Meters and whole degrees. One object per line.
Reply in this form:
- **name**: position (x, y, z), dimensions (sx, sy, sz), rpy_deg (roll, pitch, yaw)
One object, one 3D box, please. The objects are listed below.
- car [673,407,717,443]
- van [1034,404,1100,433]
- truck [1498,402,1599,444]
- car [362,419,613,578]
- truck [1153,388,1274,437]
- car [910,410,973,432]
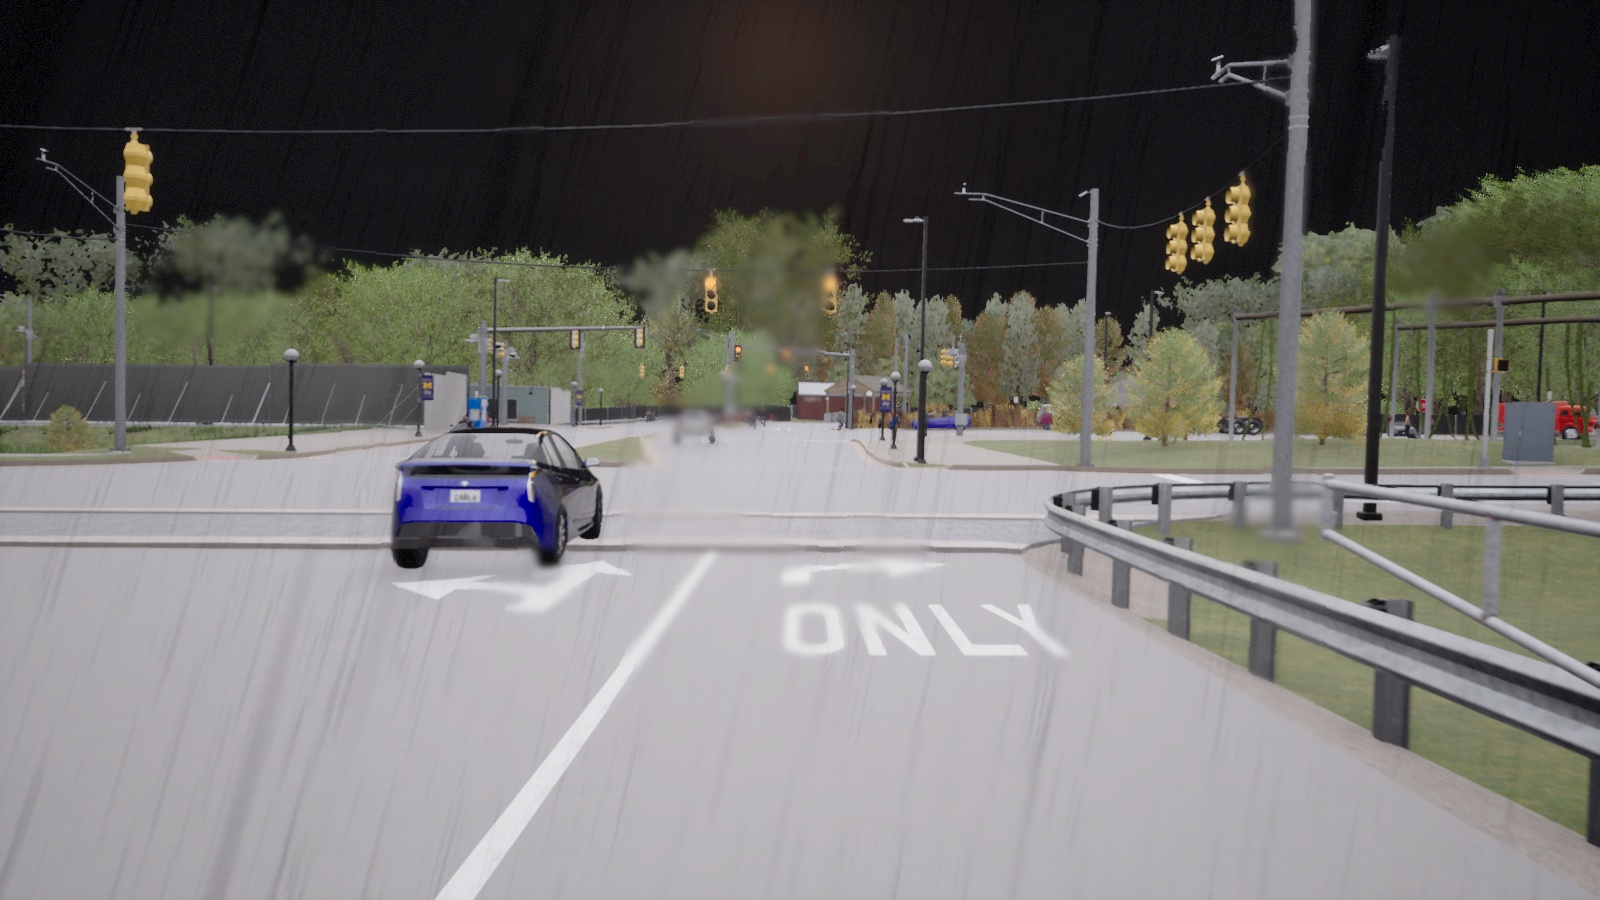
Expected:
- **car**: position (-5.363, -1.320, 64.566), dimensions (2.152, 1.651, 5.027), rpy_deg (1, 2, -4)
- **van**: position (19.832, -2.333, 93.370), dimensions (4.442, 1.987, 1.775), rpy_deg (1, 3, 0)
- **truck**: position (46.251, -1.656, 77.260), dimensions (2.627, 2.467, 5.204), rpy_deg (-4, 3, -43)
- **car**: position (-3.523, 0.442, 15.064), dimensions (2.007, 1.525, 4.514), rpy_deg (0, 2, -2)
- **truck**: position (30.727, -2.828, 93.551), dimensions (7.936, 3.462, 2.891), rpy_deg (1, 3, -4)
- **car**: position (10.500, -2.157, 93.358), dimensions (4.514, 1.525, 2.007), rpy_deg (0, 3, 1)
